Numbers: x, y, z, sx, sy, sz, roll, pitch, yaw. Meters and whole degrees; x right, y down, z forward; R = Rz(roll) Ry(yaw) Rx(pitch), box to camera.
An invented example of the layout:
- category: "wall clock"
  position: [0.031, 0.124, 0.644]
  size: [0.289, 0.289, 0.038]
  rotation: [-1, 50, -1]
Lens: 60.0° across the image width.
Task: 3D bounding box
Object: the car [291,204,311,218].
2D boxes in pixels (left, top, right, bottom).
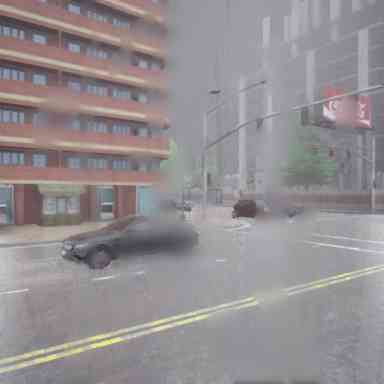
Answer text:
- category: "car"
  position: [7.903, 1.546, 29.893]
  size: [2.033, 1.411, 5.357]
  rotation: [0, 0, -36]

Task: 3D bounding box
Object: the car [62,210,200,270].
- category: "car"
  position: [-1.875, 1.525, 11.163]
  size: [4.674, 1.442, 1.812]
  rotation: [0, 0, -35]

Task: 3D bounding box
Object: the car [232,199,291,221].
- category: "car"
  position: [5.329, 1.352, 26.947]
  size: [2.097, 1.767, 4.553]
  rotation: [0, 0, -32]

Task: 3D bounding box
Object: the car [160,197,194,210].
- category: "car"
  position: [-1.794, 1.562, 37.469]
  size: [1.994, 1.385, 4.181]
  rotation: [0, 0, -35]

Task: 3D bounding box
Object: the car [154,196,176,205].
- category: "car"
  position: [-4.973, 1.524, 60.647]
  size: [1.812, 1.442, 4.674]
  rotation: [0, 0, -35]
